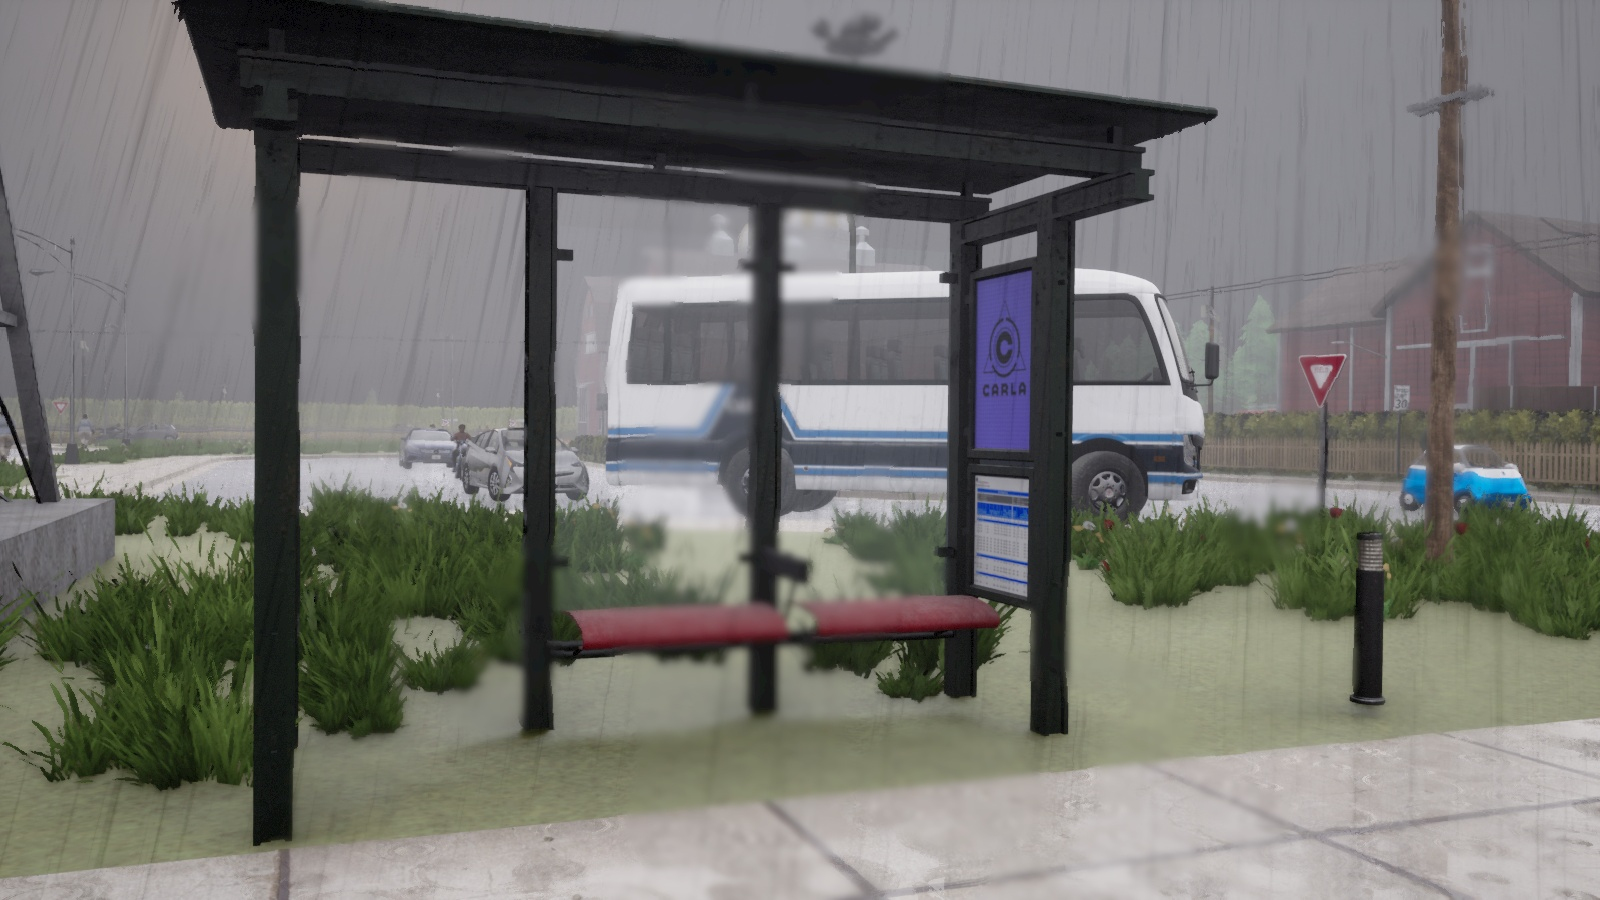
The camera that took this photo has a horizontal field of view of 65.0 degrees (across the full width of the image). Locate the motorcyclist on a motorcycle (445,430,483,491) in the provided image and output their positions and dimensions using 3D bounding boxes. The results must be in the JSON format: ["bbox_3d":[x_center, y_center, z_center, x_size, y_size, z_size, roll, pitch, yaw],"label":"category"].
[{"bbox_3d":[-9.542,0.273,35.576,0.766,1.649,2.350,-1,1,-21],"label":"motorcyclist on a motorcycle"}]

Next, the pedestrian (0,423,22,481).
[{"bbox_3d":[-26.086,0.064,41.228,0.874,1.855,0.900,-1,1,-30],"label":"pedestrian"}]

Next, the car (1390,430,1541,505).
[{"bbox_3d":[13.127,0.308,24.838,1.481,1.376,2.207,-1,1,-21],"label":"car"}]

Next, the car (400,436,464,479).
[{"bbox_3d":[-13.205,0.236,44.896,1.812,1.442,4.674,-1,1,-21],"label":"car"}]

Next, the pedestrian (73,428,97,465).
[{"bbox_3d":[-35.557,-0.178,62.448,0.874,1.855,0.900,-1,1,-23],"label":"pedestrian"}]

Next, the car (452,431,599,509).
[{"bbox_3d":[-6.076,0.365,27.390,2.007,1.525,4.514,-1,1,-27],"label":"car"}]

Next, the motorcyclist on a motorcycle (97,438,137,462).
[{"bbox_3d":[-45.075,-0.029,82.927,2.191,1.530,0.866,-1,1,-21],"label":"motorcyclist on a motorcycle"}]

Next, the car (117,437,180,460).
[{"bbox_3d":[-44.951,-0.113,86.722,3.633,1.501,1.845,-1,1,-21],"label":"car"}]

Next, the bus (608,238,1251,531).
[{"bbox_3d":[2.244,-0.956,21.673,10.273,4.253,3.944,0,1,18],"label":"bus"}]
